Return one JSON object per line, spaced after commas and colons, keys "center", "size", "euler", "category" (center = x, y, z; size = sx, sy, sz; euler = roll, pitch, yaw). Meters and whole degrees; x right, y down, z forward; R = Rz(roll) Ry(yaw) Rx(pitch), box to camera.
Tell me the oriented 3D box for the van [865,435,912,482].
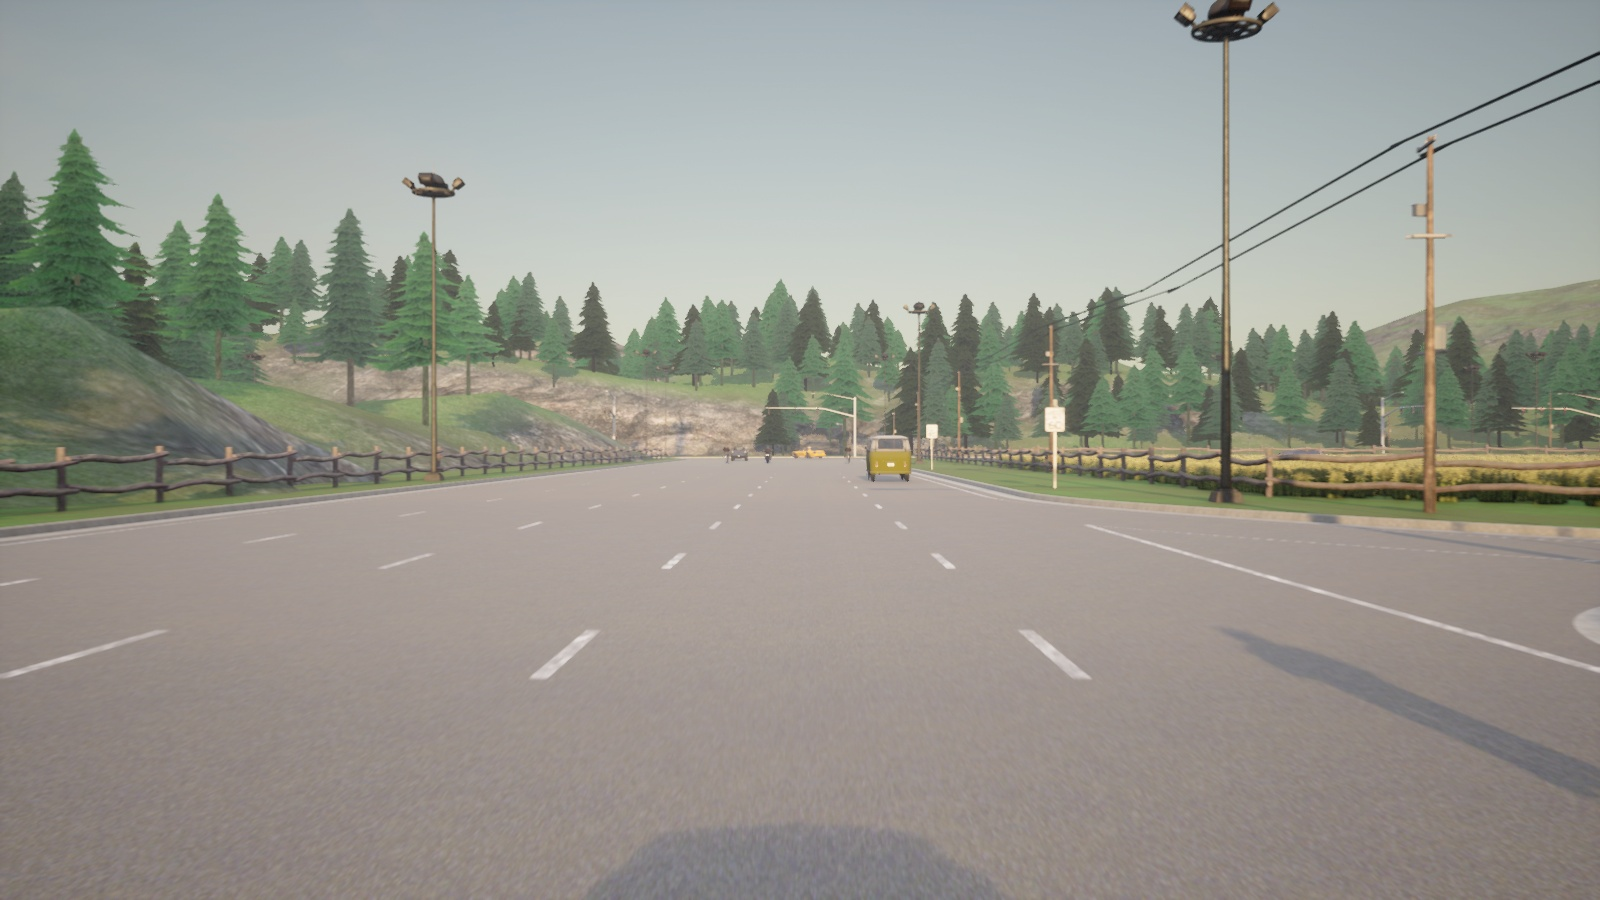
{"center": [3.830, 0.344, 54.843], "size": [1.775, 1.987, 4.442], "euler": [0, 0, 0], "category": "van"}
